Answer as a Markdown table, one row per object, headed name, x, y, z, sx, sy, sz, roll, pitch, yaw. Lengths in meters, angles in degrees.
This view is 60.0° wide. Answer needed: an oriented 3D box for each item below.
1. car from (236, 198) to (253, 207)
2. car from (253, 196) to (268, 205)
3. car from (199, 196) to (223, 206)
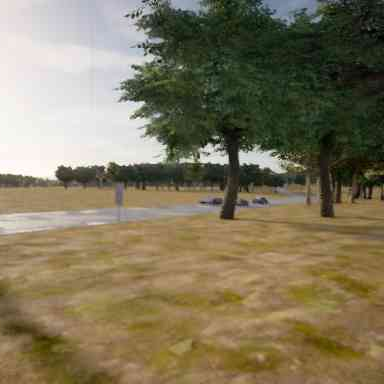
| name | x | y | z | sx | sy | sz | roll | pitch | yaw |
| --- | --- | --- | --- | --- | --- | --- | --- | --- | --- |
| car | 7.444 | 1.564 | 52.333 | 1.994 | 1.385 | 4.181 | 3 | 1 | 32 |
| car | 12.485 | 1.541 | 60.941 | 1.812 | 1.442 | 4.674 | 3 | 1 | 30 |
| car | 3.094 | 1.393 | 52.127 | 2.033 | 1.411 | 5.357 | 3 | 1 | 32 |
